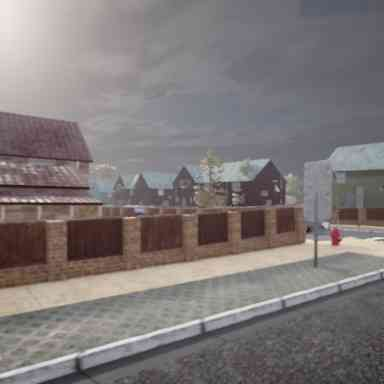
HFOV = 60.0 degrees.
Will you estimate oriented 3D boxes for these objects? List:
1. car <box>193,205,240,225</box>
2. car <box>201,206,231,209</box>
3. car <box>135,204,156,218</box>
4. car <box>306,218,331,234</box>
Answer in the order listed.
[{"bbox_3d":[2.279,2.114,32.233,2.097,1.767,4.553,2,-3,-36],"label":"car"},{"bbox_3d":[0.897,2.134,29.103,2.128,1.511,4.902,2,-3,-36],"label":"car"},{"bbox_3d":[-4.727,2.262,36.897,2.097,1.767,4.553,2,-3,-36],"label":"car"},{"bbox_3d":[6.448,1.873,21.472,2.128,1.511,4.902,2,-3,-37],"label":"car"}]
